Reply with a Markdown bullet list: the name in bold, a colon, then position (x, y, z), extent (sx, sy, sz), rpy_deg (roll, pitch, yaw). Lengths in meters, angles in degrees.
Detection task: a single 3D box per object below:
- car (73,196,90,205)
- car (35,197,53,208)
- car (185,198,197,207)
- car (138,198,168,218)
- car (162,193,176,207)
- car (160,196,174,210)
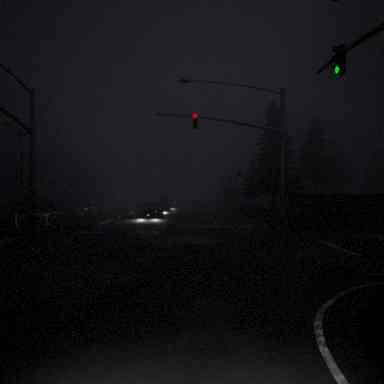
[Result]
- **car**: position (-17.597, 1.374, 52.990), extent (1.845, 1.501, 3.633), rpy_deg (0, 0, 0)
- **car**: position (-20.631, 1.384, 45.590), extent (1.970, 1.475, 3.806), rpy_deg (0, 0, 0)
- **car**: position (-0.137, 1.601, 51.214), extent (1.895, 1.301, 4.718), rpy_deg (0, 0, 0)
- **car**: position (-3.682, 1.547, 30.561), extent (2.033, 1.411, 5.357), rpy_deg (0, 0, 0)
- **car**: position (-3.678, 1.221, 51.019), extent (2.150, 2.045, 5.566), rpy_deg (0, 0, -2)
- **car**: position (-3.703, 1.547, 40.666), extent (2.033, 1.411, 5.357), rpy_deg (0, 0, 0)
